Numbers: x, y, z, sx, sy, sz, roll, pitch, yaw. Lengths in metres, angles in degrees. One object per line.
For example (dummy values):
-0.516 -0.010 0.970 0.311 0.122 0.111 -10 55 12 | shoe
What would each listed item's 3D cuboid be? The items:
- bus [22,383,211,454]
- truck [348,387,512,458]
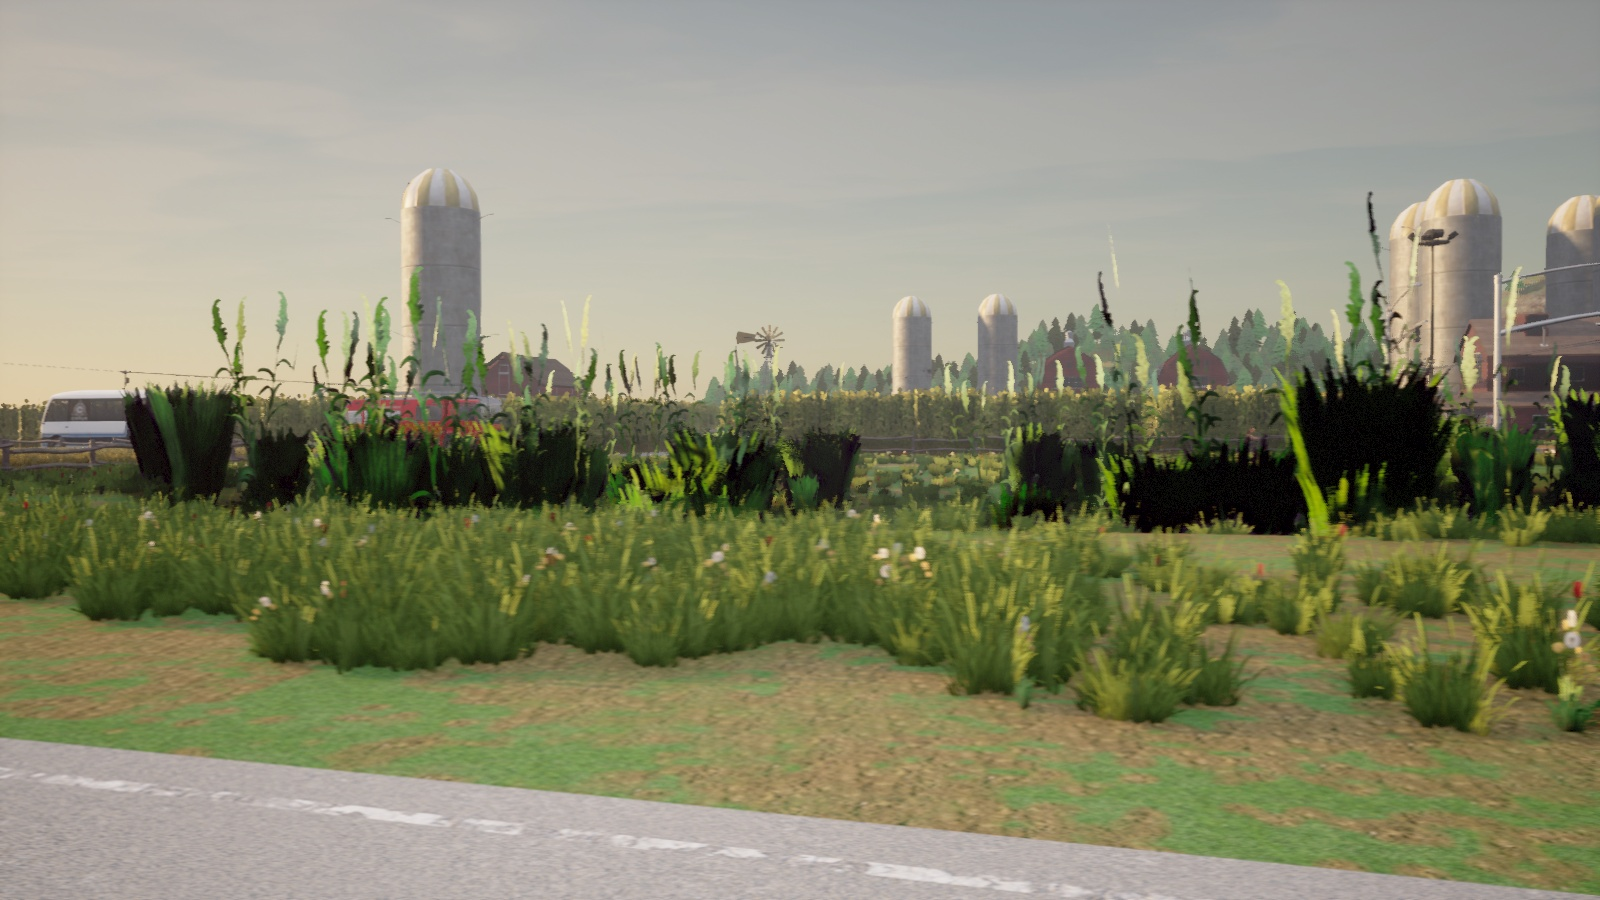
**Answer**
-42.671 -1.948 78.518 10.273 4.253 3.944 0 1 13 | bus
-20.707 -1.532 70.401 8.468 3.827 2.891 0 1 13 | truck
